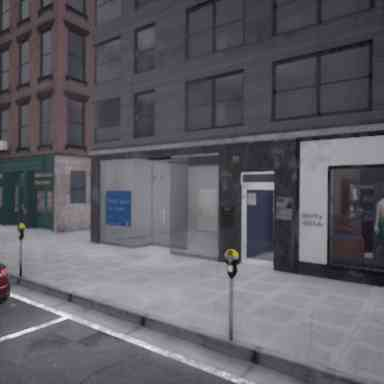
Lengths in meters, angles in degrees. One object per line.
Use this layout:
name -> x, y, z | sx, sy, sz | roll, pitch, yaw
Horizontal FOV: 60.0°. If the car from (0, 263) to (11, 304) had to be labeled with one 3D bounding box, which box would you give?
car -> -5.128, 1.508, 6.469 | 4.206, 1.307, 1.802 | 1, 0, 36
